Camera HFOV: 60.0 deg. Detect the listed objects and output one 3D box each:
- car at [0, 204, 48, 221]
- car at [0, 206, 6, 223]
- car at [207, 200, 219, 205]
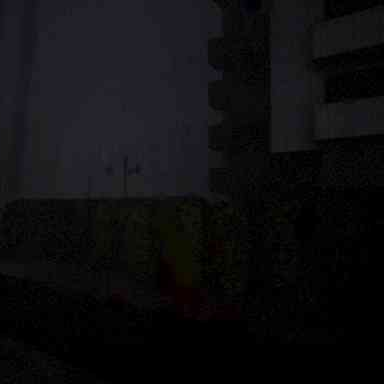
[{"bbox_3d":[-15.763,1.799,30.057,1.895,1.301,4.718,0,0,36],"label":"car"},{"bbox_3d":[-15.340,1.724,24.727,2.033,1.411,5.357,0,0,36],"label":"car"},{"bbox_3d":[2.829,1.699,43.200,1.994,1.385,4.181,0,0,36],"label":"car"}]
